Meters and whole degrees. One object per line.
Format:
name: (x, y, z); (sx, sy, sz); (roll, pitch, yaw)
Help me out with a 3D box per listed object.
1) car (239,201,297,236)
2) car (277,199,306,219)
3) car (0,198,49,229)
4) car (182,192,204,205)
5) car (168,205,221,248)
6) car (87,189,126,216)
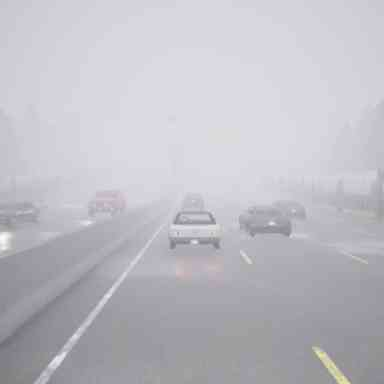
car: (3.599, 1.359, 16.975); (1.994, 1.385, 4.181); (0, 1, 0)
car: (7.098, 1.245, 25.289); (1.994, 1.385, 4.181); (0, 1, 0)
car: (-10.568, 1.273, 19.587); (1.837, 1.490, 4.892); (0, 0, 0)
car: (0.098, 0.734, 33.131); (2.097, 1.767, 4.553); (0, 3, 0)
car: (0.099, 1.434, 13.809); (1.895, 1.301, 4.718); (0, 1, 0)
car: (-7.001, 0.817, 27.949); (2.150, 2.045, 5.566); (0, 2, 0)
